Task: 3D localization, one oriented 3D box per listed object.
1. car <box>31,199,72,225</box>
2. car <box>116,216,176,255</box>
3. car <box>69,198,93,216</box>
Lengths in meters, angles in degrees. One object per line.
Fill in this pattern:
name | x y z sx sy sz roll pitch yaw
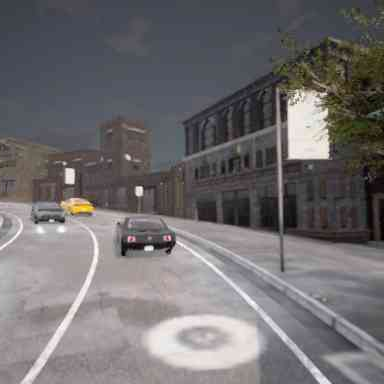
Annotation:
car | -9.949 1.356 22.892 2.033 1.411 5.357 2 0 -29
car | -2.028 1.589 13.291 1.895 1.301 4.718 1 0 -15
car | -10.738 1.311 30.598 1.882 1.535 5.008 3 -1 -36
